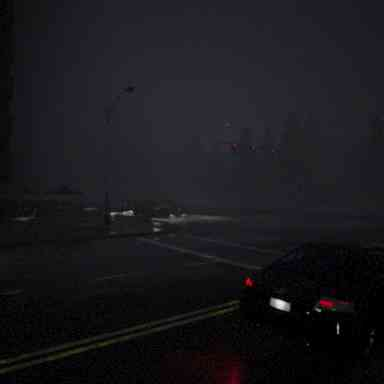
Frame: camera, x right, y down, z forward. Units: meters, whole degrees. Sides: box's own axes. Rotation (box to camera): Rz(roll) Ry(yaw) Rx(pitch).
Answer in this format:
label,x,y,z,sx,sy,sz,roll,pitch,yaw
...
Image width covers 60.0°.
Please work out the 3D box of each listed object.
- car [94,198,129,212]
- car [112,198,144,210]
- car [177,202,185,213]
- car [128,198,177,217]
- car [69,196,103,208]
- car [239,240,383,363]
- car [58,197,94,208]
label,x,y,z,sx,sy,sz,roll,pitch,yaw
car,-9.350,1.512,38.706,1.812,1.442,4.674,0,0,-38
car,-8.294,1.500,42.926,1.837,1.490,4.892,0,0,-40
car,-2.695,1.488,35.568,2.128,1.511,4.902,0,0,-36
car,-3.814,1.464,31.183,1.882,1.535,5.008,0,0,-36
car,-15.896,1.466,49.793,5.008,1.535,1.882,0,0,30
car,2.805,1.580,6.016,4.181,1.385,1.994,0,0,-39
car,-16.438,1.529,46.130,5.357,1.411,2.033,0,0,33
